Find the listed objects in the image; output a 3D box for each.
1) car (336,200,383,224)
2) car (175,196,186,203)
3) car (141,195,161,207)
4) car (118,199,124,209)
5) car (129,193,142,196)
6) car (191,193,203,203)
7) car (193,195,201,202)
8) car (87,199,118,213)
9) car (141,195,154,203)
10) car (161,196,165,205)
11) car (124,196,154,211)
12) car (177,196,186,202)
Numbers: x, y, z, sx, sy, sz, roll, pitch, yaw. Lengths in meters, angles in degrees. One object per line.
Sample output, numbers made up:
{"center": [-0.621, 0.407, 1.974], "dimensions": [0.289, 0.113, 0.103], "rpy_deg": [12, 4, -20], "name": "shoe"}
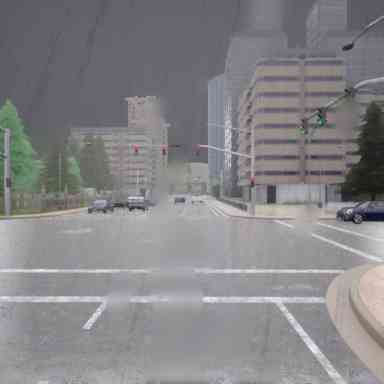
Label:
{"center": [12.943, 1.352, 24.092], "dimensions": [4.553, 1.767, 2.097], "rpy_deg": [0, 0, 1], "name": "car"}
{"center": [-2.472, 1.477, 67.289], "dimensions": [1.882, 1.535, 5.008], "rpy_deg": [0, 0, 1], "name": "car"}
{"center": [-6.240, 1.564, 49.502], "dimensions": [1.994, 1.385, 4.181], "rpy_deg": [0, 0, 0], "name": "car"}
{"center": [-9.781, 1.601, 45.517], "dimensions": [1.895, 1.301, 4.718], "rpy_deg": [0, 0, 1], "name": "car"}
{"center": [-9.664, 1.219, 56.523], "dimensions": [2.150, 2.045, 5.566], "rpy_deg": [0, 0, 1], "name": "car"}
{"center": [1.024, 1.221, 66.939], "dimensions": [2.150, 2.045, 5.566], "rpy_deg": [0, 0, 1], "name": "car"}
{"center": [1.117, 1.521, 76.625], "dimensions": [1.812, 1.442, 4.674], "rpy_deg": [0, 0, 1], "name": "car"}
{"center": [-9.854, 1.526, 36.417], "dimensions": [1.812, 1.442, 4.674], "rpy_deg": [0, 0, 1], "name": "car"}
{"center": [-9.433, 1.510, 71.461], "dimensions": [2.128, 1.511, 4.902], "rpy_deg": [0, 0, 1], "name": "car"}
{"center": [-6.103, 1.477, 61.062], "dimensions": [1.882, 1.535, 5.008], "rpy_deg": [0, 0, 1], "name": "car"}
{"center": [-6.333, 1.547, 40.295], "dimensions": [2.033, 1.411, 5.357], "rpy_deg": [0, 0, 1], "name": "car"}
{"center": [-2.382, 1.593, 76.688], "dimensions": [1.895, 1.301, 4.718], "rpy_deg": [0, 0, 1], "name": "car"}
